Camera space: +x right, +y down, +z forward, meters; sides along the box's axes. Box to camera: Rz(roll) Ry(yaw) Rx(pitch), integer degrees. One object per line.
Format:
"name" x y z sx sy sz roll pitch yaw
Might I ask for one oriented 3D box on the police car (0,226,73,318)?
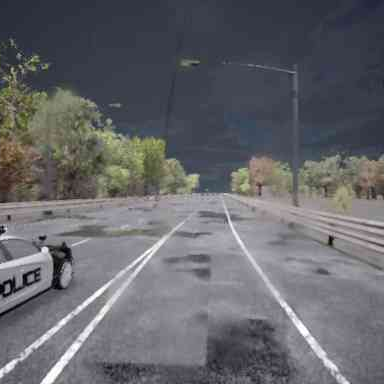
"police car" -3.941 1.435 6.240 1.930 1.638 5.238 0 0 5
